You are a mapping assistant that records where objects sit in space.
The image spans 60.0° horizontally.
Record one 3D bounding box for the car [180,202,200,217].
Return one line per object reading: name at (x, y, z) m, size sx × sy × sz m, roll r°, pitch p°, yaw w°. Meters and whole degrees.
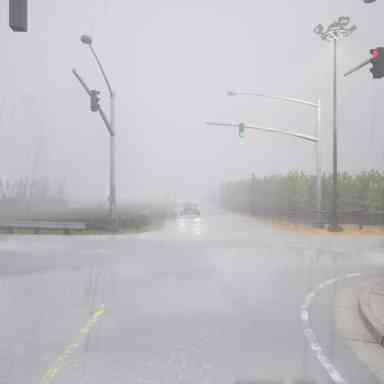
car at (-0.258, 1.617, 31.723) m, size 1.895 × 1.301 × 4.718 m, roll 0°, pitch 0°, yaw -3°
